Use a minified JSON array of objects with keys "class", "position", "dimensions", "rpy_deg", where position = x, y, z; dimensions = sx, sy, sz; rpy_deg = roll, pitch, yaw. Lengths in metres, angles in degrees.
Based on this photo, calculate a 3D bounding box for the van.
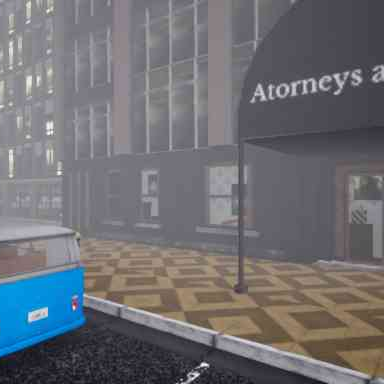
[{"class":"van","position":[-3.483,1.341,5.349],"dimensions":[3.998,1.788,1.690],"rpy_deg":[0,0,35]}]
